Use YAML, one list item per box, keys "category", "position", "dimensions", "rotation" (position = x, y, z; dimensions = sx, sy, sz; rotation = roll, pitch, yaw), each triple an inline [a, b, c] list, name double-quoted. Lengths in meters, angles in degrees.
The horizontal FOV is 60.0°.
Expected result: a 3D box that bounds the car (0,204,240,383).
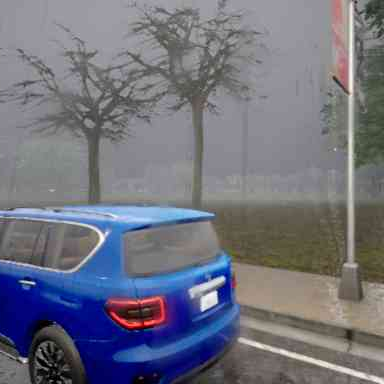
- category: "car"
  position: [-2.009, 1.204, 4.992]
  dimensions: [5.566, 2.045, 2.150]
  rotation: [0, 0, 35]
